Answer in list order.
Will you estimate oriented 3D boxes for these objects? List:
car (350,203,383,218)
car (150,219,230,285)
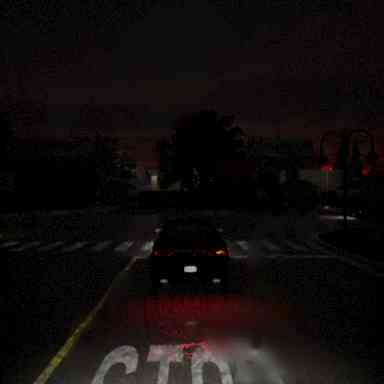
[{"bbox_3d":[17.915,1.724,31.457,5.357,1.411,2.033,0,0,-2],"label":"car"},{"bbox_3d":[-0.079,1.526,9.719,1.882,1.535,5.008,0,0,-1],"label":"car"}]
